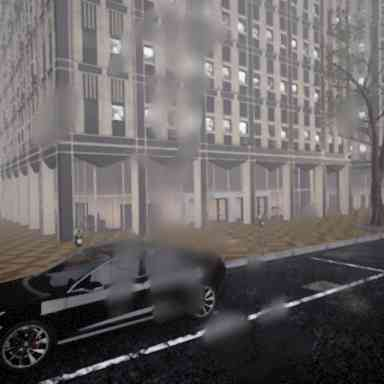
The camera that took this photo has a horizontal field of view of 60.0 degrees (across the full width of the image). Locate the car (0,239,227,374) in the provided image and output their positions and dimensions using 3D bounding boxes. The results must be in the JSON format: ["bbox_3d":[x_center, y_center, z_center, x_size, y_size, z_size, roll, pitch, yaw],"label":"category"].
[{"bbox_3d":[-1.335,1.539,5.613,4.313,1.339,1.947,-1,0,-35],"label":"car"}]
